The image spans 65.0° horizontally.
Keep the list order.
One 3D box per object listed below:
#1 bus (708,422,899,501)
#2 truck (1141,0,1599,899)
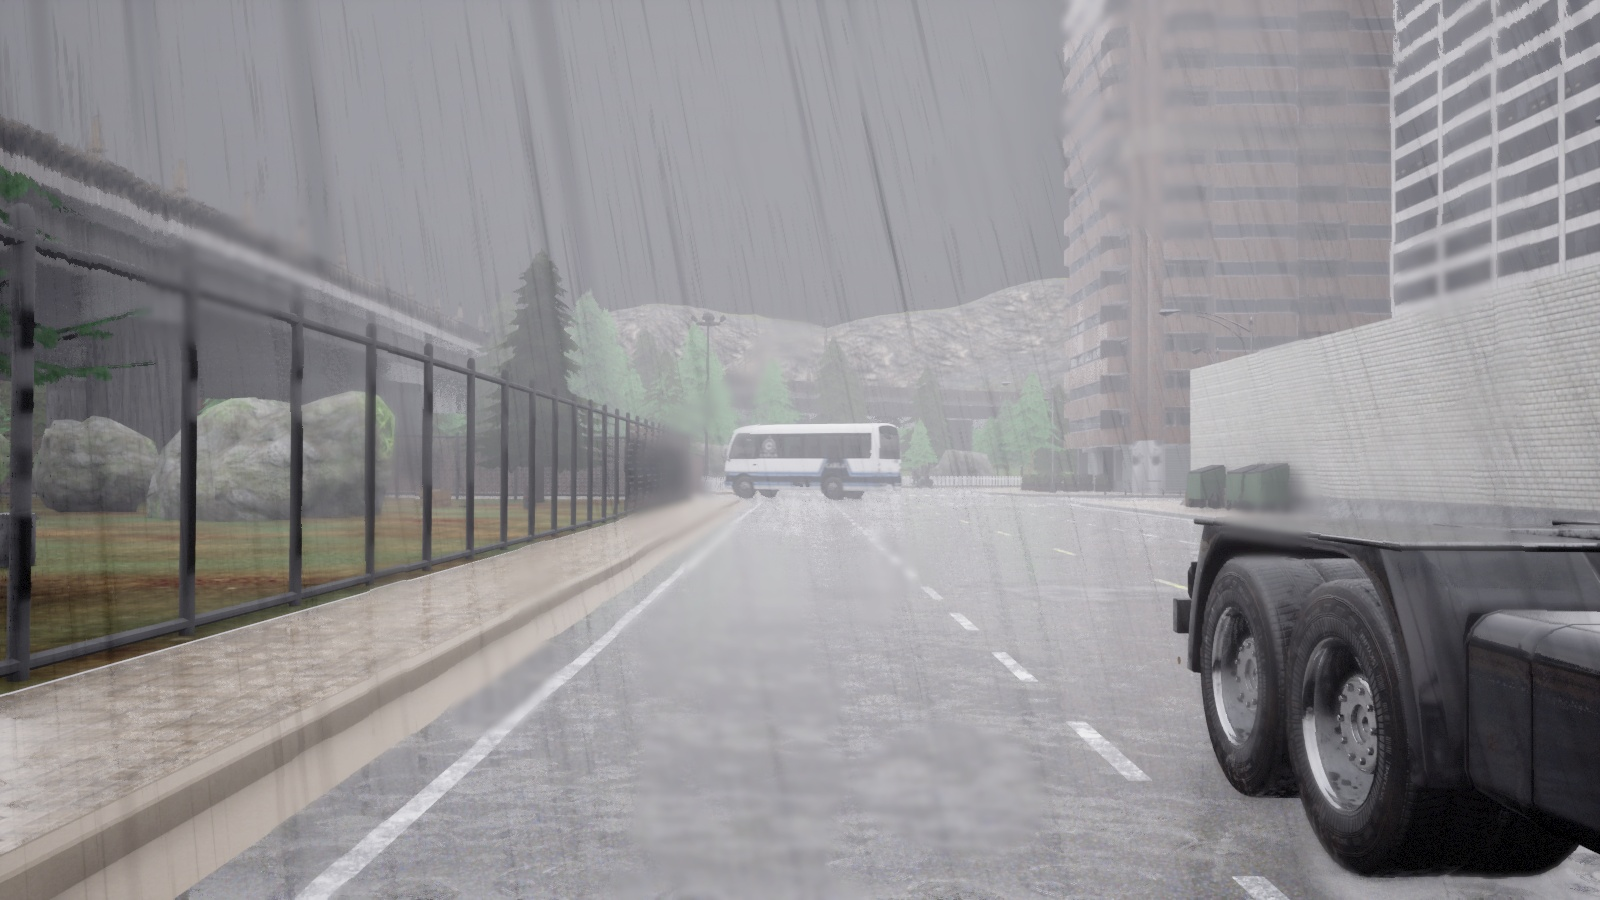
[{"bbox_3d":[0.151,0.668,71.685,10.273,4.253,3.944,-1,-1,28],"label":"bus"},{"bbox_3d":[3.487,-0.123,3.466,2.891,3.462,7.936,0,-1,0],"label":"truck"}]
